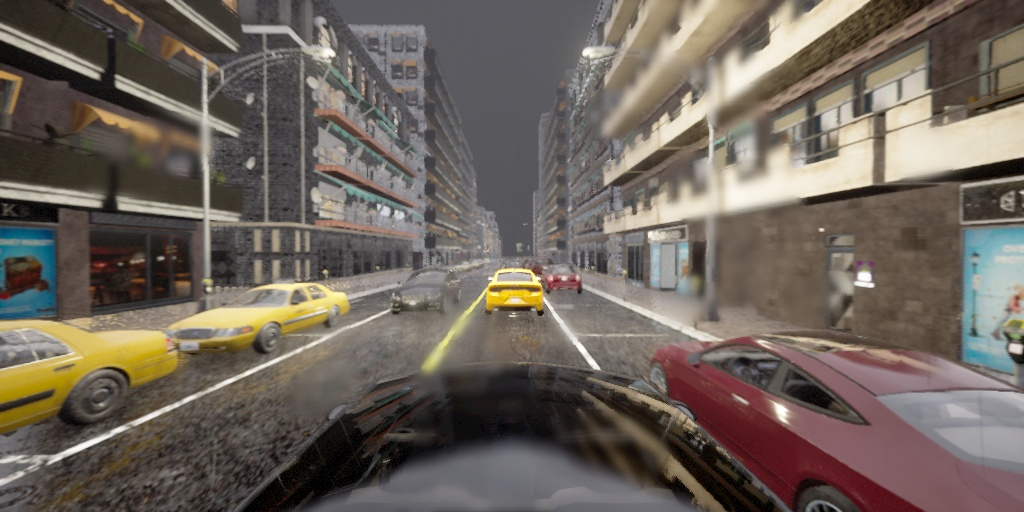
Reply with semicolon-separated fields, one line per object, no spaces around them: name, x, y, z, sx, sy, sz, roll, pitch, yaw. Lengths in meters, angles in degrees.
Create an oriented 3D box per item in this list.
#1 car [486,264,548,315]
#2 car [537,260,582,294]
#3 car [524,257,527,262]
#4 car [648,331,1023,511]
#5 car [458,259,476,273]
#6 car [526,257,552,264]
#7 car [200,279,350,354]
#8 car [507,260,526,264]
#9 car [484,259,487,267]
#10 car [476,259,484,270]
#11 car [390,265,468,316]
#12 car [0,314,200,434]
car;0.095;1.227;13.610;1.882;1.535;5.008;0;0;0
car;2.681;1.189;20.215;1.967;1.591;4.097;0;0;0
car;2.674;1.067;37.206;2.192;1.841;5.009;0;0;0
car;2.688;1.332;3.224;1.802;1.307;4.207;0;0;0
car;-5.709;1.278;42.730;1.751;1.417;4.829;0;0;0
car;2.677;1.065;31.543;2.192;1.841;5.009;0;0;0
car;-5.695;1.274;8.747;1.751;1.417;4.829;0;0;0
car;0.087;1.352;35.573;1.895;1.301;4.718;0;0;0
car;-5.715;1.197;59.892;1.967;1.591;4.097;0;0;0
car;-5.713;1.281;54.058;1.751;1.417;4.829;0;0;0
car;-3.016;1.257;13.501;1.837;1.490;4.892;0;0;0
car;-5.692;1.275;3.083;1.751;1.417;4.829;0;0;0
